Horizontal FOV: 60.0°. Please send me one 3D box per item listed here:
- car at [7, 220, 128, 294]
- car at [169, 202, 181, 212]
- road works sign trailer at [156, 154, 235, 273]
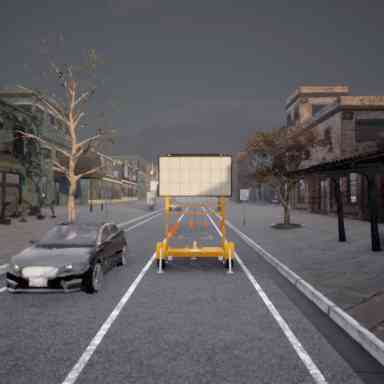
[{"bbox_3d":[-3.011,1.550,9.020,2.128,1.511,4.902,0,-1,1],"label":"car"},{"bbox_3d":[-2.520,2.124,47.406,2.128,1.511,4.902,0,-1,1],"label":"car"},{"bbox_3d":[0.108,0.551,10.922,2.380,3.560,2.880,0,-1,1],"label":"road works sign trailer"}]
